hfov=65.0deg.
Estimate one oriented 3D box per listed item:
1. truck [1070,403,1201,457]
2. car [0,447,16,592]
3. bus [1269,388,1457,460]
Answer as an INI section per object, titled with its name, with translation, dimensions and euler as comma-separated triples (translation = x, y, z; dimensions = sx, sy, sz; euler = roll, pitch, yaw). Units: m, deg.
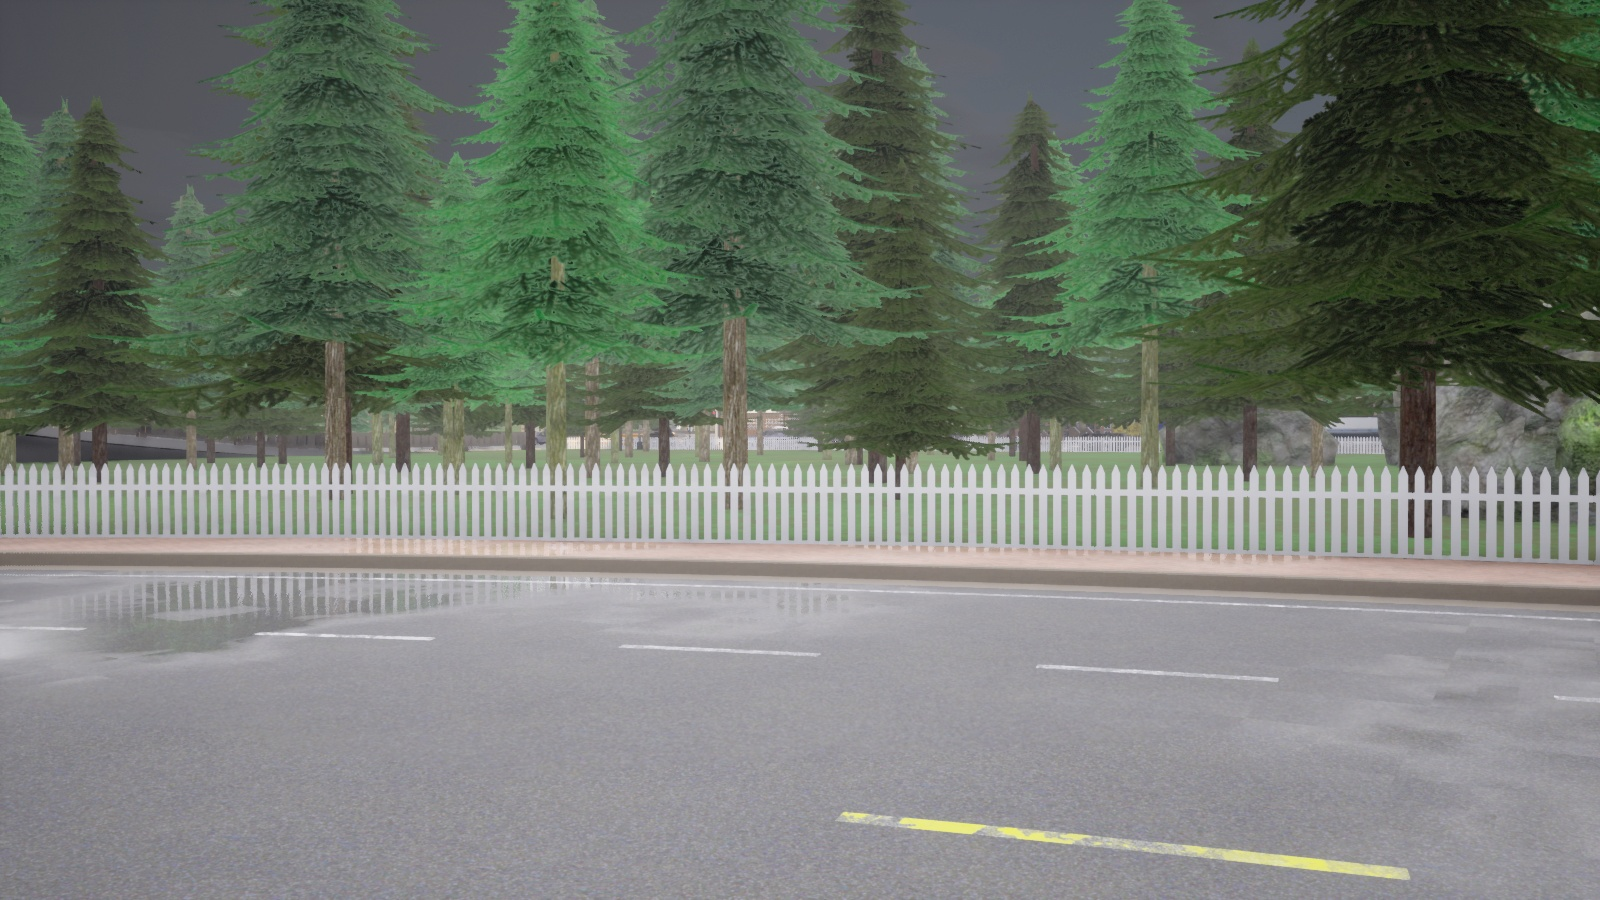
[truck]
translation = 22.241, -1.352, 83.439
dimensions = 7.936, 3.462, 2.891
euler = 1, 1, 33
[car]
translation = -9.896, 0.664, 11.839
dimensions = 4.181, 1.385, 1.994
euler = 0, 1, 17
[bus]
translation = 35.381, -1.628, 79.101
dimensions = 10.273, 4.253, 3.944
euler = 1, 1, 33
